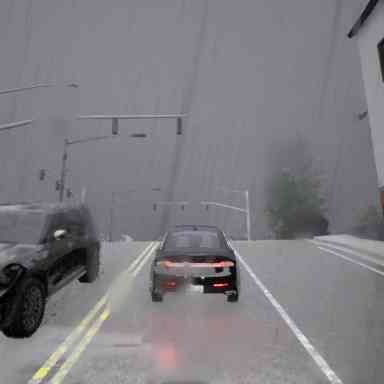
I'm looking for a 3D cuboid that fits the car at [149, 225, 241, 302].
[{"bbox_3d":[0.073,1.595,8.511,2.128,1.511,4.902,0,-1,0],"label":"car"}]

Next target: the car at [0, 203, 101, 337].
[{"bbox_3d":[-3.587,1.278,7.073,2.150,2.045,5.566,0,-1,0],"label":"car"}]
